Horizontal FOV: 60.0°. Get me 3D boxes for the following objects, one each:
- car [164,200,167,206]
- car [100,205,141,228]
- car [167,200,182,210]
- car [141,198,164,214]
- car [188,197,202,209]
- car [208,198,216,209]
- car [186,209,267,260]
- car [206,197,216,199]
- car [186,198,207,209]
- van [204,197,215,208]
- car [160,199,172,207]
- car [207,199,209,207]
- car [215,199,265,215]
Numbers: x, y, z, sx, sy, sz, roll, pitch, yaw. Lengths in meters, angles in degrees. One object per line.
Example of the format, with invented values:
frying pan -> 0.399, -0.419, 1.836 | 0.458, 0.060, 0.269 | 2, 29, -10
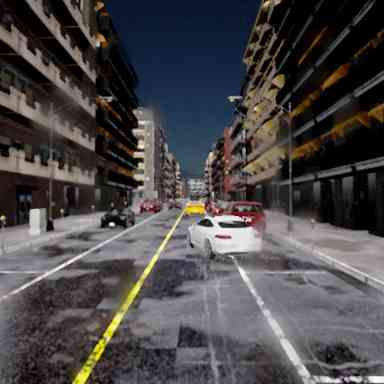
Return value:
car -> -4.971, 1.877, 45.725 | 1.887, 1.381, 4.507 | 1, 0, 0
car -> -5.130, 1.722, 23.605 | 1.947, 1.339, 4.313 | 1, 0, 0
car -> -2.459, 1.909, 48.932 | 2.033, 1.411, 5.357 | 0, -1, 1
car -> -5.005, 1.601, 40.195 | 2.192, 1.841, 5.009 | 1, 0, 0
car -> 0.473, 1.745, 52.424 | 2.097, 1.767, 4.553 | 0, -1, 0
car -> 2.758, 1.639, 29.021 | 1.967, 1.590, 4.097 | 1, 0, 0
car -> 1.119, 1.609, 12.861 | 1.812, 1.442, 4.674 | 0, 0, -14
car -> 2.919, 1.697, 51.146 | 2.192, 1.841, 5.009 | 1, -1, 0
car -> 0.350, 1.726, 35.460 | 1.882, 1.535, 5.008 | 0, -1, 0
van -> 2.958, 1.774, 56.677 | 1.690, 1.788, 3.998 | 1, -1, 0
car -> -4.853, 2.067, 62.317 | 1.802, 1.307, 4.206 | 1, -1, 0
car -> 2.835, 1.868, 40.082 | 1.802, 1.307, 4.206 | 1, 0, 0
car -> 2.681, 1.433, 17.959 | 2.192, 1.841, 5.009 | 1, 0, 0
